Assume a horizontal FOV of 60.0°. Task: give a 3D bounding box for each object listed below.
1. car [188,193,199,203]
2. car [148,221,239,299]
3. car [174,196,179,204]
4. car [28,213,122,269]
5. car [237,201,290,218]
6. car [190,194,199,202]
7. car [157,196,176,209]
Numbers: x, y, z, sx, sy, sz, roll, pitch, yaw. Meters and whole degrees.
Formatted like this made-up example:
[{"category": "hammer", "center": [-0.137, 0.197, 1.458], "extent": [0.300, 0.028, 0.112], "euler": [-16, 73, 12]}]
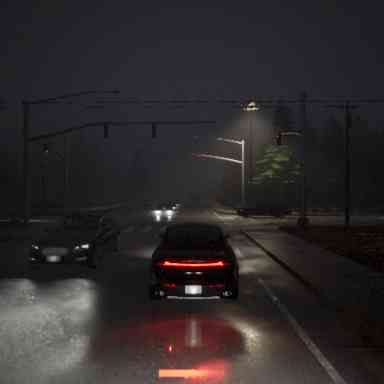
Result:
[{"category": "car", "center": [0.307, 1.288, 70.454], "extent": [2.150, 2.045, 5.566], "euler": [0, 0, 2]}, {"category": "car", "center": [0.049, 1.509, 8.421], "extent": [1.837, 1.490, 4.892], "euler": [0, 0, 1]}, {"category": "car", "center": [-3.568, 1.526, 54.107], "extent": [1.882, 1.535, 5.008], "euler": [0, 0, 0]}, {"category": "car", "center": [-3.622, 1.485, 11.121], "extent": [2.128, 1.511, 4.902], "euler": [0, 0, 0]}, {"category": "car", "center": [6.352, 1.578, 29.702], "extent": [4.674, 1.442, 1.812], "euler": [0, 0, 1]}, {"category": "car", "center": [0.580, 1.428, 80.847], "extent": [2.097, 1.767, 4.553], "euler": [0, 0, 2]}, {"category": "car", "center": [-3.592, 1.641, 44.825], "extent": [1.895, 1.301, 4.718], "euler": [0, 0, 0]}]
